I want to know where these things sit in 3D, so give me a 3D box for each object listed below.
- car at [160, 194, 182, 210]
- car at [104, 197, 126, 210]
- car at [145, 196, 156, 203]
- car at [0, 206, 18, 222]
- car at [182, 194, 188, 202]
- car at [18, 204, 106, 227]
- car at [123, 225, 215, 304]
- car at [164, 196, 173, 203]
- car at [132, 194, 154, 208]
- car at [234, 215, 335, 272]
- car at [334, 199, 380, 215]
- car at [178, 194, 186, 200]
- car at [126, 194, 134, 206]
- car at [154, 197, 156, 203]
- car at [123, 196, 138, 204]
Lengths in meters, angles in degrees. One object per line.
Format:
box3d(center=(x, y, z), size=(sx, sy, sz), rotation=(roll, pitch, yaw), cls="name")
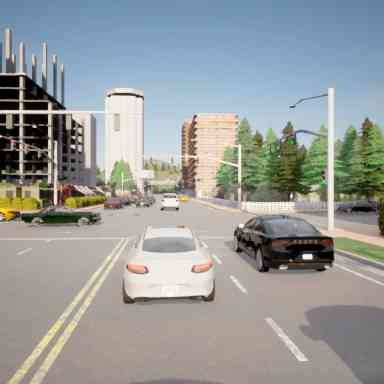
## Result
box3d(center=(-2.880, 1.221, 42.848), size=(2.150, 2.045, 5.566), rotation=(0, 0, -5), cls="car")
box3d(center=(-10.287, 1.477, 43.758), size=(1.882, 1.535, 5.008), rotation=(0, 0, -4), cls="car")
box3d(center=(-8.447, 1.547, 68.365), size=(2.033, 1.411, 5.357), rotation=(0, 0, -4), cls="car")
box3d(center=(-15.905, 1.478, 25.451), size=(5.008, 1.535, 1.882), rotation=(0, 0, -6), cls="car")
box3d(center=(-2.039, 1.470, 76.910), size=(1.882, 1.535, 5.008), rotation=(0, 0, -4), cls="car")
box3d(center=(-8.495, 1.601, 22.061), size=(4.718, 1.301, 1.895), rotation=(0, 0, -3), cls="car")
box3d(center=(-0.581, 1.526, 8.098), size=(1.812, 1.442, 4.674), rotation=(0, 0, -5), cls="car")
box3d(center=(-4.784, 1.525, 67.670), size=(1.812, 1.442, 4.674), rotation=(0, 0, -4), cls="car")
box3d(center=(-7.137, 1.491, 48.828), size=(2.128, 1.511, 4.902), rotation=(0, 0, -4), cls="car")
box3d(center=(2.686, 1.478, 10.834), size=(1.882, 1.535, 5.008), rotation=(0, 0, -5), cls="car")
box3d(center=(17.085, 1.491, 33.960), size=(4.902, 1.511, 2.128), rotation=(0, 0, -3), cls="car")
box3d(center=(-2.724, 1.304, 86.458), size=(1.882, 1.535, 5.008), rotation=(0, 0, -4), cls="car")
box3d(center=(-10.946, 1.477, 53.084), size=(1.882, 1.535, 5.008), rotation=(0, 0, -4), cls="car")
box3d(center=(-7.774, 1.491, 57.938), size=(2.128, 1.511, 4.902), rotation=(0, 0, -4), cls="car")
box3d(center=(-11.632, 1.547, 63.225), size=(2.033, 1.411, 5.357), rotation=(0, 0, -4), cls="car")
